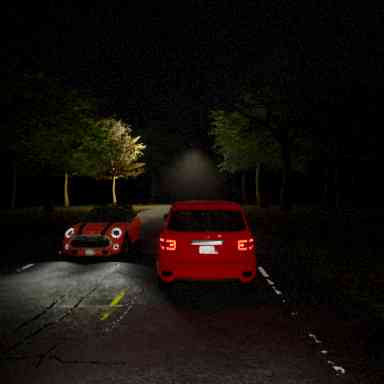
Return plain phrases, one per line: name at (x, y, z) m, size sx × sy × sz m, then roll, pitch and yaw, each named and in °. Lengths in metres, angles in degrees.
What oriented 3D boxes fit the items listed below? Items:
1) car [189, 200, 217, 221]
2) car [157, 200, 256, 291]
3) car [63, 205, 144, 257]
car at (0.892, 1.512, 28.173) m, size 2.128 × 1.511 × 4.902 m, roll 0°, pitch 0°, yaw 1°
car at (0.351, 1.227, 9.199) m, size 2.150 × 2.045 × 5.566 m, roll 0°, pitch 0°, yaw 1°
car at (-3.248, 1.359, 12.979) m, size 2.097 × 1.767 × 4.553 m, roll 0°, pitch 0°, yaw 2°
